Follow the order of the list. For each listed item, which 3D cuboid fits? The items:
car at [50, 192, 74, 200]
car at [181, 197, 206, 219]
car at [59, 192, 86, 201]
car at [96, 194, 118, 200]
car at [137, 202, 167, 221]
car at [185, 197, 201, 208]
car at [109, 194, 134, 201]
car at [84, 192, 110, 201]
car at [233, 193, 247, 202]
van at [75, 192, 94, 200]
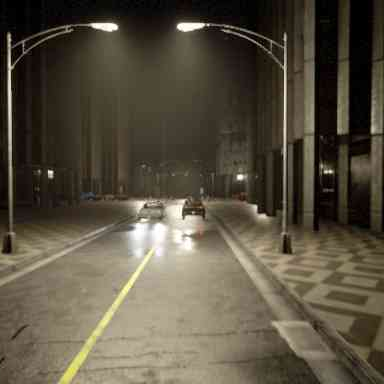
[{"bbox_3d":[-31.448,0.892,80.476,5.009,1.841,2.192,0,1,0],"label":"car"},{"bbox_3d":[0.118,1.377,27.765,2.128,1.511,4.902,0,0,0],"label":"car"},{"bbox_3d":[-25.917,1.069,71.960,5.009,1.841,2.192,0,1,0],"label":"car"},{"bbox_3d":[-20.569,1.146,80.502,4.829,1.417,1.752,0,1,0],"label":"car"},{"bbox_3d":[-3.082,1.493,26.021,1.895,1.301,4.718,0,0,0],"label":"car"},{"bbox_3d":[0.131,1.379,45.338,2.033,1.411,5.357,0,0,0],"label":"car"},{"bbox_3d":[-14.867,1.345,71.990,4.507,1.381,1.887,0,1,0],"label":"car"},{"bbox_3d":[-20.392,1.328,71.977,4.403,1.369,2.008,0,1,0],"label":"car"},{"bbox_3d":[12.175,1.240,72.048,5.009,1.841,2.192,0,1,0],"label":"car"},{"bbox_3d":[-25.923,0.940,80.488,3.998,1.788,1.690,0,1,0],"label":"van"}]
